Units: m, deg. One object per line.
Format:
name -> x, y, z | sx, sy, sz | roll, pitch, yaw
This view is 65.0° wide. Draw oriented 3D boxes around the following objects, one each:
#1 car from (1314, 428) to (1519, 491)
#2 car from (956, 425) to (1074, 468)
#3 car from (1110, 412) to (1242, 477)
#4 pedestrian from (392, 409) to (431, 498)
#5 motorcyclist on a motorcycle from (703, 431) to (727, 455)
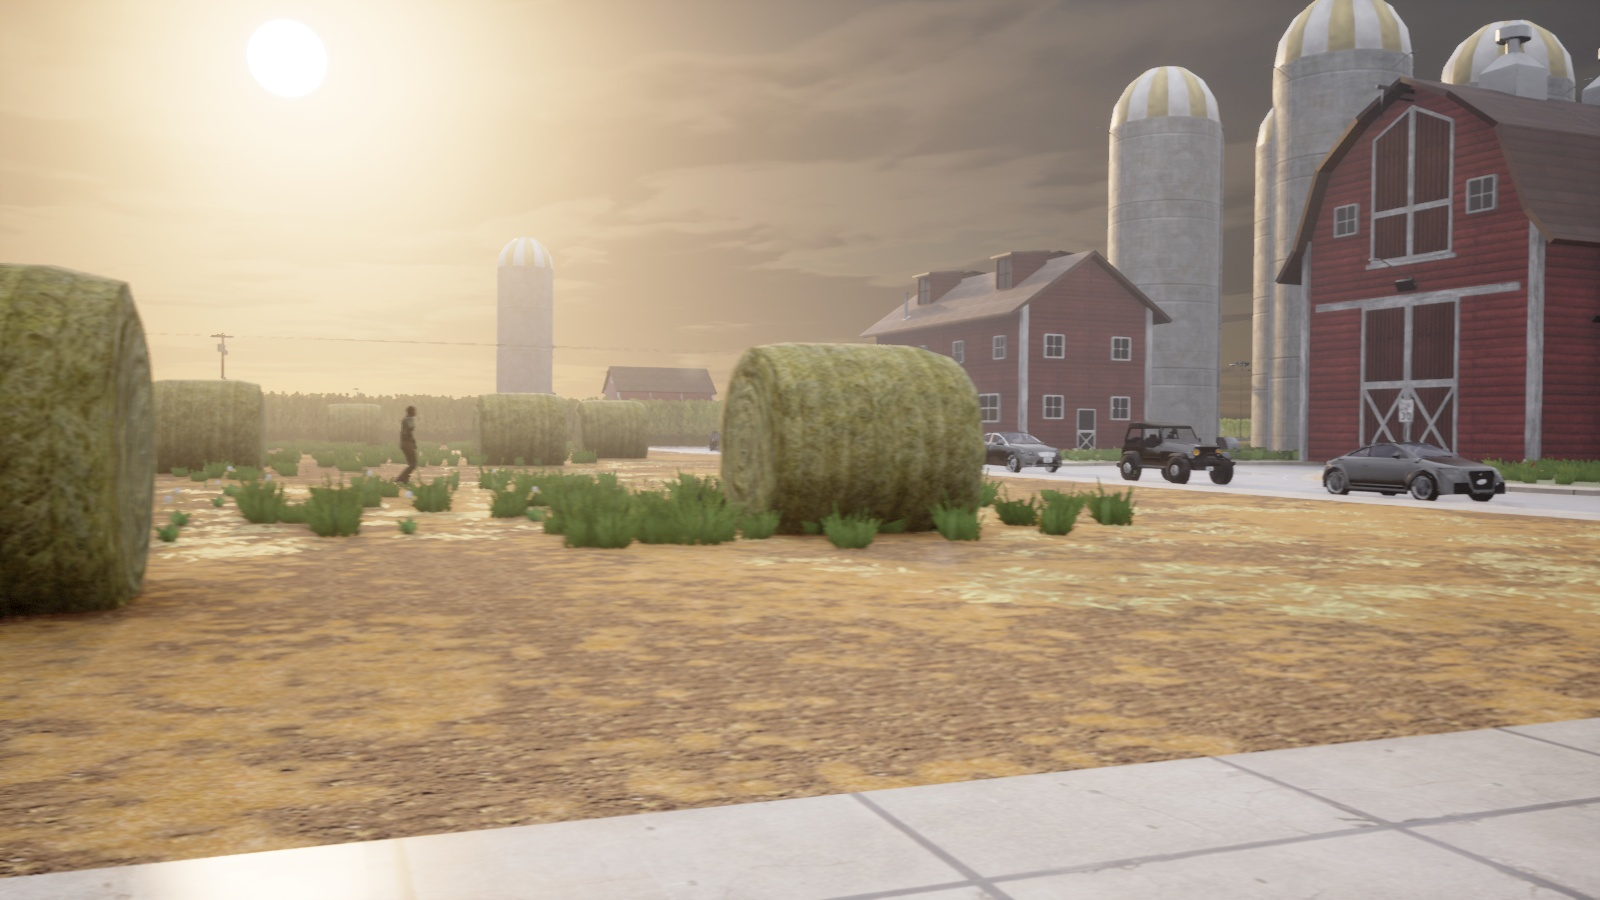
car -> 14.768, 0.182, 30.334 | 1.994, 1.385, 4.181 | -1, 1, -22
car -> 7.997, -0.145, 47.220 | 2.128, 1.511, 4.902 | -2, 1, -22
car -> 11.470, -0.184, 38.559 | 1.905, 1.878, 3.866 | -1, 1, -21
pedestrian -> -8.501, 0.068, 27.483 | 0.692, 1.930, 0.395 | -1, 1, -34
motorcyclist on a motorcycle -> -5.451, -0.449, 80.779 | 0.866, 1.530, 2.191 | -1, 1, -22
